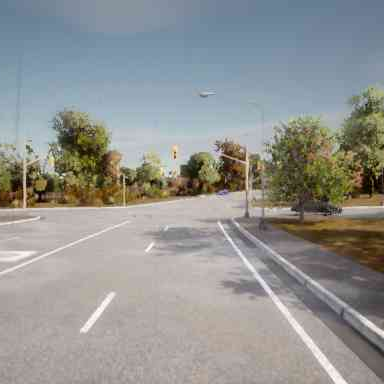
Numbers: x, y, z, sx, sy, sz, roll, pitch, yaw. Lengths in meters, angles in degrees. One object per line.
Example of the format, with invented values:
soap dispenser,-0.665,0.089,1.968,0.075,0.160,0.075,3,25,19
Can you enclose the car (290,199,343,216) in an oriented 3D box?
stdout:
car,12.235,1.483,32.737,4.892,1.490,1.837,0,0,3

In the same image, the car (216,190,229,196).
car,8.311,0.204,90.466,1.882,1.535,5.008,0,3,30
